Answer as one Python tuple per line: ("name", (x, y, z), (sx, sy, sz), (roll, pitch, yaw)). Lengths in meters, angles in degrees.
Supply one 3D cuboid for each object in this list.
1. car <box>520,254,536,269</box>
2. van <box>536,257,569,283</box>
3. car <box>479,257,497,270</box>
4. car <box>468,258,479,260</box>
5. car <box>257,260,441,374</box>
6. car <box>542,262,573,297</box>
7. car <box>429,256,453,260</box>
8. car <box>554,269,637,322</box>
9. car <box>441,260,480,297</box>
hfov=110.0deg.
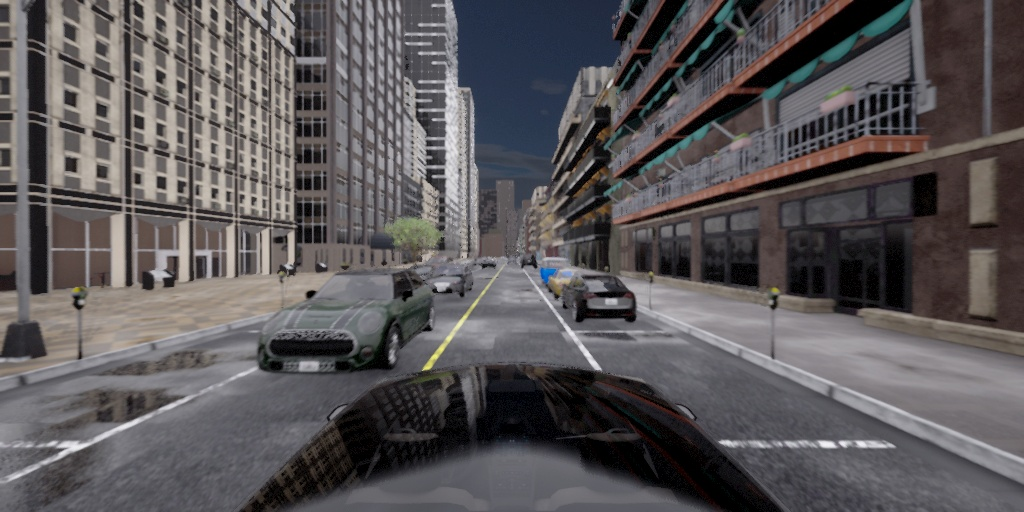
("car", (2.406, 0.743, 51.864), (2.150, 2.045, 5.566), (0, 0, 0))
("van", (2.695, 0.984, 22.849), (1.690, 1.789, 3.998), (0, 0, 0))
("car", (-3.067, 1.130, 48.534), (1.895, 1.301, 4.718), (0, 0, 0))
("car", (-5.681, 1.094, 44.942), (2.007, 1.370, 4.403), (0, 0, 0))
("car", (-3.087, 1.070, 7.694), (2.097, 1.767, 4.553), (0, 0, 0))
("car", (2.694, 1.195, 17.496), (1.751, 1.417, 4.829), (0, 0, 0))
("car", (-5.684, 0.932, 28.373), (2.192, 1.841, 5.009), (0, 0, 0))
("car", (2.693, 1.263, 11.803), (1.948, 1.339, 4.313), (0, 0, 0))
("car", (-3.044, 1.157, 18.103), (2.128, 1.511, 4.902), (0, 0, 0))
